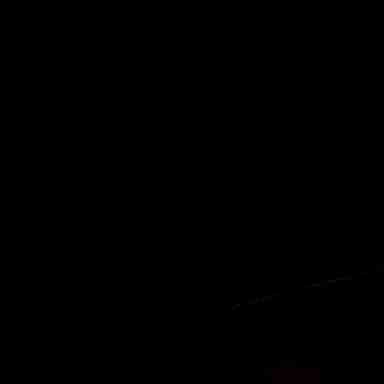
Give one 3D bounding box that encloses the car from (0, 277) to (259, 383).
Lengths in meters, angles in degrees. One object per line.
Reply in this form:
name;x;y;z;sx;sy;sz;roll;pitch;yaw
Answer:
car;-1.867;1.547;2.650;5.357;1.411;2.033;0;0;-35
